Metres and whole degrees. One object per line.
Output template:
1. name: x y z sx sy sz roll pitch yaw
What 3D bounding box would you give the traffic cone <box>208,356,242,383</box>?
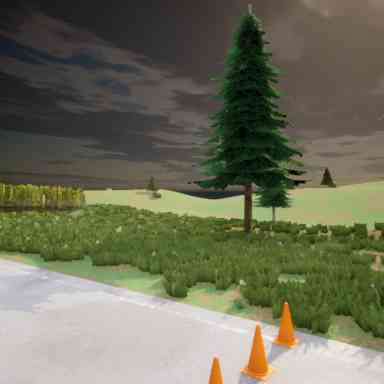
1. traffic cone: 0.243 1.955 3.359 0.340 0.580 0.340 0 0 36

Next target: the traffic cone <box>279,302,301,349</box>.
1. traffic cone: 1.412 1.955 4.982 0.340 0.580 0.340 0 0 36

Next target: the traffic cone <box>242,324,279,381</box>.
1. traffic cone: 0.828 1.955 4.171 0.340 0.580 0.340 0 0 36
